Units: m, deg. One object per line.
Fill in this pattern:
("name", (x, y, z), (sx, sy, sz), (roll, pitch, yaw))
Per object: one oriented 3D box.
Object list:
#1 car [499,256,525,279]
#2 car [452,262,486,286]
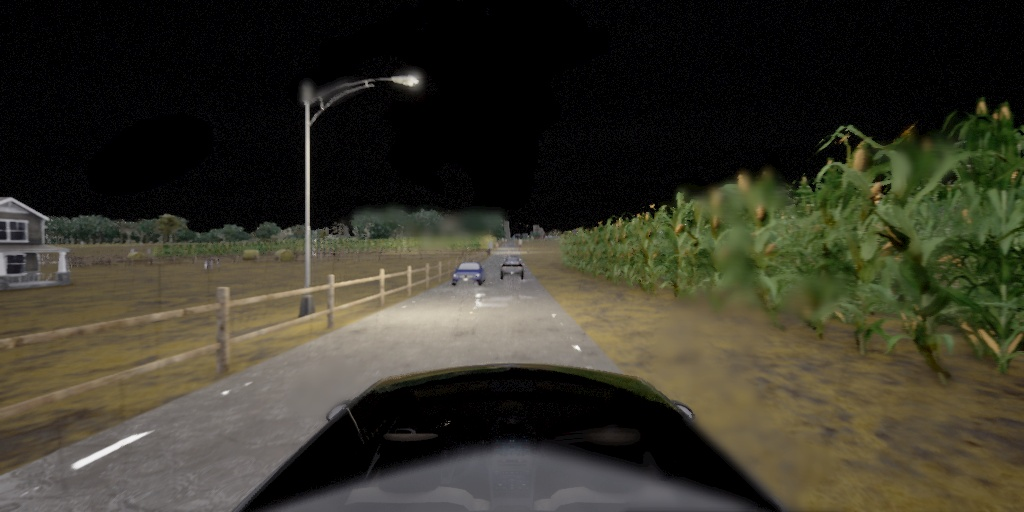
("car", (0.024, 1.000, 28.657), (2.128, 1.511, 4.902), (0, 1, 0))
("car", (-2.742, 1.118, 23.680), (1.812, 1.442, 4.674), (0, 1, 0))
